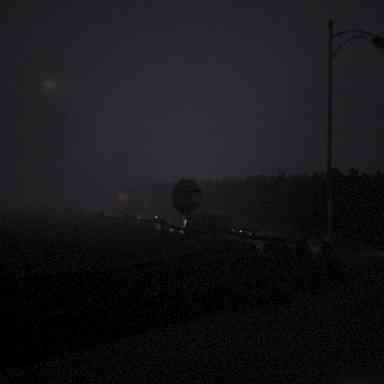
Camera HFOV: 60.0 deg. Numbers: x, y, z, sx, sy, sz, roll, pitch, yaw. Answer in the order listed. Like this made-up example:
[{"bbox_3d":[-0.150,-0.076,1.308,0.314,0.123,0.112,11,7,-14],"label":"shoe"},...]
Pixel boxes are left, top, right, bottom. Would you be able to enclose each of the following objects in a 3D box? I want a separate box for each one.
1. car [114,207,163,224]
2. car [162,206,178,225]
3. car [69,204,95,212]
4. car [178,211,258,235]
[{"bbox_3d":[-4.528,1.980,26.592,1.895,1.301,4.718,1,-1,-36],"label":"car"},{"bbox_3d":[-1.941,1.948,28.417,2.128,1.511,4.902,1,-1,-35],"label":"car"},{"bbox_3d":[-12.808,1.998,38.200,1.895,1.301,4.718,1,-1,-35],"label":"car"},{"bbox_3d":[1.475,1.826,18.210,1.837,1.490,4.892,1,-1,-35],"label":"car"}]
